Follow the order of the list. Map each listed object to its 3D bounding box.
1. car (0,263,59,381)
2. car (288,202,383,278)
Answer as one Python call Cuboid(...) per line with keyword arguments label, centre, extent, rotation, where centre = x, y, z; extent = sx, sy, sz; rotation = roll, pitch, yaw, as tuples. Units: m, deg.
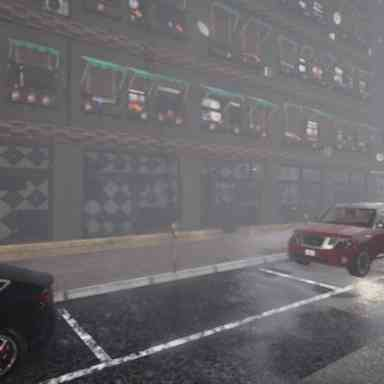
Cuboid(label="car", centre=(-3.825, 1.570, 3.821), extent=(4.313, 1.339, 1.947), rotation=(0, 1, -35))
Cuboid(label="car", centre=(5.165, 1.272, 10.237), extent=(5.009, 1.841, 2.192), rotation=(0, 1, -35))
